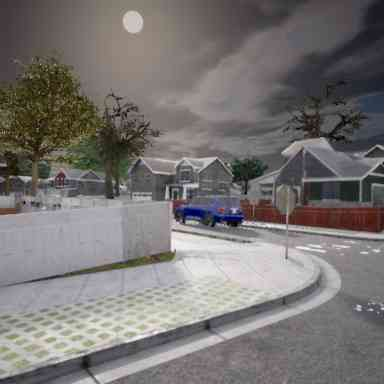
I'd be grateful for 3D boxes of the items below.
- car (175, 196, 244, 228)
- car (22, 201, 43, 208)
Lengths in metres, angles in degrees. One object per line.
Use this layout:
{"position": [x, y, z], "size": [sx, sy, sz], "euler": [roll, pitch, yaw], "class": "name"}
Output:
{"position": [1.035, 1.287, 22.366], "size": [2.150, 2.045, 5.566], "euler": [4, -2, -35], "class": "car"}
{"position": [-21.733, 1.387, 45.122], "size": [1.812, 1.442, 4.674], "euler": [3, -2, -43], "class": "car"}
